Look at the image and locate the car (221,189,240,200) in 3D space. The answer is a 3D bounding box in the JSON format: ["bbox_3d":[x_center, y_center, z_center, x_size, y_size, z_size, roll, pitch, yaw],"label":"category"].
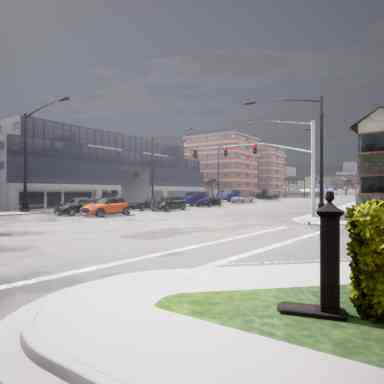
[{"bbox_3d":[6.394,0.619,56.663,2.150,2.045,5.566,0,2,35],"label":"car"}]

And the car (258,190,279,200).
[{"bbox_3d":[14.624,0.819,62.238,1.895,1.301,4.718,0,1,36],"label":"car"}]

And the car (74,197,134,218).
[{"bbox_3d":[-7.874,1.303,30.215,2.097,1.767,4.553,0,0,35],"label":"car"}]

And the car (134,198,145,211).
[{"bbox_3d":[-5.451,1.433,39.782,2.033,1.411,5.357,0,1,35],"label":"car"}]

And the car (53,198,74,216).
[{"bbox_3d":[-10.916,1.306,31.970,2.097,1.767,4.553,0,0,35],"label":"car"}]

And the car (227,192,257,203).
[{"bbox_3d":[8.001,1.060,52.868,1.895,1.301,4.718,0,2,35],"label":"car"}]

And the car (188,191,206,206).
[{"bbox_3d":[0.229,0.915,47.883,2.150,2.045,5.566,0,1,35],"label":"car"}]

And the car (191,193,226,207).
[{"bbox_3d":[2.262,1.293,44.686,1.994,1.385,4.181,0,1,35],"label":"car"}]

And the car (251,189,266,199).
[{"bbox_3d":[13.305,0.413,66.409,2.150,2.045,5.566,0,0,35],"label":"car"}]

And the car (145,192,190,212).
[{"bbox_3d":[-2.684,1.240,37.612,2.097,1.767,4.553,0,1,35],"label":"car"}]
